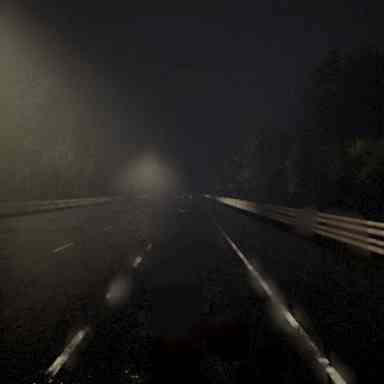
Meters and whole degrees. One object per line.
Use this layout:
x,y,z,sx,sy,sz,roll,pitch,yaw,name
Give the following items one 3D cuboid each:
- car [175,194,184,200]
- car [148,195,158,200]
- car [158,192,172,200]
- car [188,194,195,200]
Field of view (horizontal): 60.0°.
-3.519,1.383,88.794,2.128,1.511,4.902,0,0,0,car
-10.520,1.454,89.239,1.895,1.301,4.718,0,0,0,car
-7.019,1.083,88.824,2.150,2.045,5.566,0,0,0,car
-0.020,1.383,88.794,2.128,1.511,4.902,0,0,0,car
